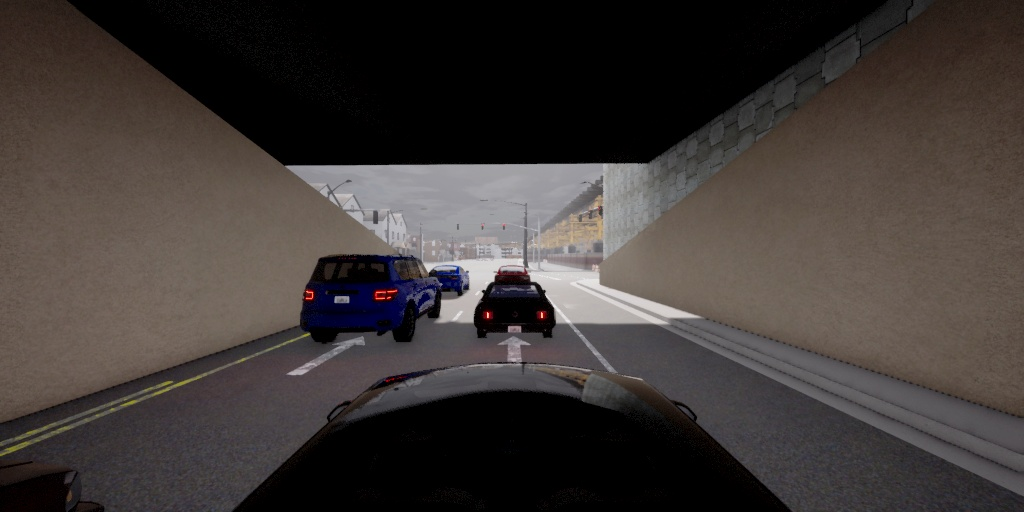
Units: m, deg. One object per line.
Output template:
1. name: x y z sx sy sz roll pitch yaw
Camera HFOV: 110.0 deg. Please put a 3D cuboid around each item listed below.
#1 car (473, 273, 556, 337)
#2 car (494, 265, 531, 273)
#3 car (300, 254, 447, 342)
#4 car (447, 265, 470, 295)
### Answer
1. car: 0.056 1.351 10.240 1.895 1.301 4.718 0 0 0
2. car: 0.011 1.228 19.576 1.882 1.535 5.008 0 0 0
3. car: -3.439 0.971 9.889 2.150 2.045 5.566 0 0 0
4. car: -3.490 1.228 19.827 1.882 1.535 5.008 0 0 0
